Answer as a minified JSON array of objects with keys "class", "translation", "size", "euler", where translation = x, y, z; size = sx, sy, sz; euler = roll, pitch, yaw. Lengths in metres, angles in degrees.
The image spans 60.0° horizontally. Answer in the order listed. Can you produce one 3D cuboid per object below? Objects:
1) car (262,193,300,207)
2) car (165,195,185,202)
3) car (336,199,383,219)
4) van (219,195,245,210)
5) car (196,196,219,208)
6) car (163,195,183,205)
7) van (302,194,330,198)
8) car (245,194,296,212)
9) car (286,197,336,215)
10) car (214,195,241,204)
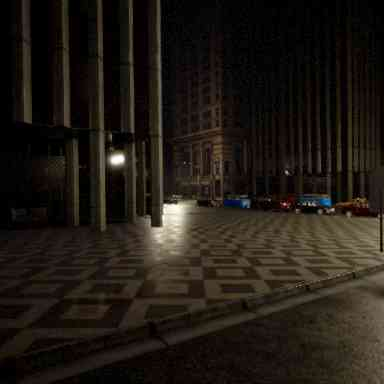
[{"class":"car","translation":[12.583,1.131,47.316],"size":[2.192,1.841,5.009],"euler":[-1,1,-36]},{"class":"car","translation":[-3.555,1.258,69.737],"size":[2.008,1.369,4.403],"euler":[-1,1,-36]},{"class":"car","translation":[15.344,1.567,28.895],"size":[1.887,1.381,4.507],"euler":[-1,1,-36]},{"class":"van","translation":[5.652,1.295,42.342],"size":[1.690,1.788,3.998],"euler":[-1,1,-36]},{"class":"car","translation":[2.424,1.372,46.825],"size":[1.967,1.590,4.097],"euler":[-1,1,-36]},{"class":"car","translation":[-4.035,1.440,55.793],"size":[2.008,1.369,4.403],"euler":[-1,1,-36]},{"class":"van","translation":[15.811,1.179,42.832],"size":[1.690,1.788,3.998],"euler":[-1,1,-36]},{"class":"car","translation":[8.883,1.291,37.858],"size":[2.192,1.841,5.009],"euler":[-1,1,-36]},{"class":"car","translation":[12.114,1.549,33.378],"size":[2.008,1.369,4.403],"euler":[-1,1,-36]},{"class":"car","translation":[6.029,1.297,56.423],"size":[1.752,1.417,4.829],"euler":[-1,1,-36]}]
